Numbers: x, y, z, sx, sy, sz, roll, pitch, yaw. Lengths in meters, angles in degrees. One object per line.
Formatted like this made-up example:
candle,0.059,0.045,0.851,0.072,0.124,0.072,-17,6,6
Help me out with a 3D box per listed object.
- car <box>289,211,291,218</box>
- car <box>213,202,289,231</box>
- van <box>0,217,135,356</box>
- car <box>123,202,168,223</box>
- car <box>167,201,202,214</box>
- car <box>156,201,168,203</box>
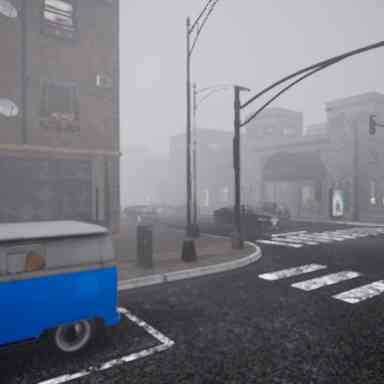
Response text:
car,5.957,1.505,27.286,1.967,1.590,4.097,-1,0,-35
car,3.343,1.559,21.117,2.128,1.511,4.902,0,0,-35
van,-2.984,1.341,4.434,3.998,1.788,1.690,0,0,-35
car,-4.166,1.703,27.123,2.008,1.369,4.403,-1,0,-35
car,-0.588,1.739,36.610,1.802,1.307,4.206,-1,0,-35
car,-3.862,1.755,41.273,2.008,1.369,4.403,-1,0,-35
